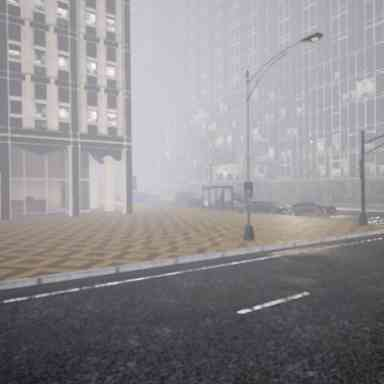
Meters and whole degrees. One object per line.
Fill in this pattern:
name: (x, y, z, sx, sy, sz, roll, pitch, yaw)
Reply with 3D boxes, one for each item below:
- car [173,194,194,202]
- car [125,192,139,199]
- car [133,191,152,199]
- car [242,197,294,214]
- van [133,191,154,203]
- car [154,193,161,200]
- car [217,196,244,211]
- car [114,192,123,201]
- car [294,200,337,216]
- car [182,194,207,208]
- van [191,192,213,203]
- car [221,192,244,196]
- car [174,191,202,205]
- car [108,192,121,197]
car: (-1.608, 1.074, 61.026, 1.802, 1.307, 4.206, 0, 1, -34)
car: (-14.434, 0.716, 79.795, 1.967, 1.590, 4.097, 0, 1, -34)
car: (-11.228, 0.645, 75.101, 2.192, 1.841, 5.009, 0, 1, -34)
car: (7.398, 1.447, 32.763, 1.947, 1.339, 4.313, 0, 1, -34)
van: (-8.527, 0.960, 56.297, 1.690, 1.788, 3.998, 0, 1, -34)
car: (-8.021, 0.966, 70.412, 1.802, 1.307, 4.206, 0, 1, -34)
car: (4.205, 1.411, 37.468, 1.802, 1.307, 4.206, 0, 1, -34)
car: (-14.941, 1.062, 65.684, 2.008, 1.369, 4.403, 0, 1, -34)
car: (11.486, 1.434, 31.585, 1.994, 1.385, 4.181, -1, 1, -34)
car: (1.047, 1.343, 42.193, 1.947, 1.339, 4.313, 0, 1, -34)
van: (1.598, 0.886, 56.330, 1.690, 1.788, 3.998, 0, 1, -34)
car: (5.619, 0.997, 40.169, 2.150, 2.045, 5.566, -1, 1, -34)
car: (-0.419, 0.899, 49.022, 2.150, 2.045, 5.566, -1, 1, -34)
car: (-20.847, 0.719, 89.181, 2.008, 1.369, 4.403, 0, 1, -34)
